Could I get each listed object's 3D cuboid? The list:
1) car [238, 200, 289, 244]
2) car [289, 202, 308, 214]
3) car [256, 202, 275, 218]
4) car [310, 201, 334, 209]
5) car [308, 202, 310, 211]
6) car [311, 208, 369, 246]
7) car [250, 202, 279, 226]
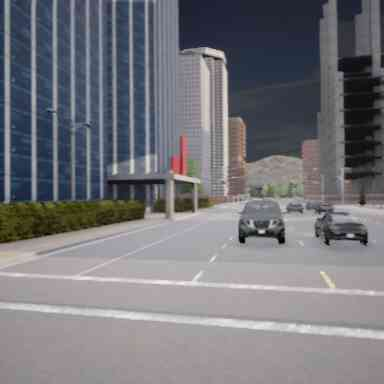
[{"bbox_3d":[3.733,1.468,17.631,2.150,2.045,5.566,-1,-1,13],"label":"car"},{"bbox_3d":[13.330,2.037,43.175,2.128,1.511,4.902,-1,-1,13],"label":"car"},{"bbox_3d":[8.383,1.993,37.839,1.882,1.535,5.008,-1,-1,13],"label":"car"},{"bbox_3d":[16.559,1.975,41.621,2.128,1.511,4.902,-1,-1,13],"label":"car"},{"bbox_3d":[18.766,2.163,51.485,2.033,1.411,5.357,-1,-1,13],"label":"car"},{"bbox_3d":[7.261,1.712,16.414,1.812,1.442,4.674,-1,-1,13],"label":"car"},{"bbox_3d":[5.991,1.729,27.479,2.097,1.767,4.553,-1,-1,13],"label":"car"}]
